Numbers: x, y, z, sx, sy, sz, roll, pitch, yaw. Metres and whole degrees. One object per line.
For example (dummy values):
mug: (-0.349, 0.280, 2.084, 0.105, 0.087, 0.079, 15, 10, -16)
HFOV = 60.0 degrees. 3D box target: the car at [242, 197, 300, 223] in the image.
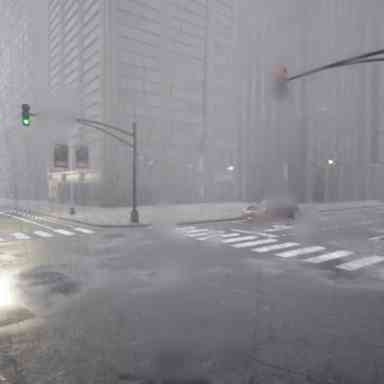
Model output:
car: (5.119, 1.070, 21.500, 4.097, 1.590, 1.967, -1, 2, -38)
